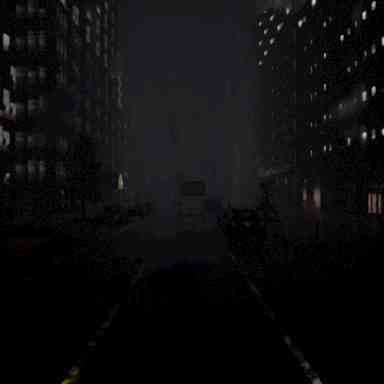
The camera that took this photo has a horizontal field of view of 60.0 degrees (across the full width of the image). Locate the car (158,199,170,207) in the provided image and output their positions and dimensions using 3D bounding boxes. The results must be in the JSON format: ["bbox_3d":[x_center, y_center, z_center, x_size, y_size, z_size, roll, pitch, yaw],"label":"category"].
[{"bbox_3d":[-5.740,2.242,68.969,2.008,1.369,4.403,-1,-1,0],"label":"car"}]

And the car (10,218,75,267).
[{"bbox_3d":[-5.705,1.647,11.966,1.752,1.417,4.829,-1,-1,0],"label":"car"}]

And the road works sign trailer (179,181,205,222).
[{"bbox_3d":[0.001,0.765,29.939,2.380,3.560,2.880,0,-1,0],"label":"road works sign trailer"}]

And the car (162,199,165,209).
[{"bbox_3d":[-5.730,2.071,51.919,2.008,1.369,4.403,-1,-1,0],"label":"car"}]

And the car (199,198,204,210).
[{"bbox_3d":[2.649,1.836,51.926,2.192,1.841,5.009,-1,-1,0],"label":"car"}]

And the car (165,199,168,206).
[{"bbox_3d":[-5.733,2.159,57.602,1.802,1.307,4.206,-1,-1,0],"label":"car"}]

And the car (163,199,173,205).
[{"bbox_3d":[-5.747,2.355,80.335,2.008,1.369,4.403,-1,-1,0],"label":"car"}]

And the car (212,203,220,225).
[{"bbox_3d":[2.668,1.763,23.677,1.752,1.417,4.829,-1,-1,0],"label":"car"}]

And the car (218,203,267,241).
[{"bbox_3d":[2.671,1.620,17.825,1.967,1.590,4.097,-1,-1,0],"label":"car"}]

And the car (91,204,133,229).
[{"bbox_3d":[-5.713,1.677,23.503,1.967,1.590,4.097,-1,-1,0],"label":"car"}]

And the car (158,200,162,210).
[{"bbox_3d":[-5.726,2.009,46.235,1.887,1.381,4.507,-1,-1,0],"label":"car"}]

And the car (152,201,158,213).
[{"bbox_3d":[-5.722,1.973,40.552,1.947,1.339,4.313,-1,-1,0],"label":"car"}]

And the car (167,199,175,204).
[{"bbox_3d":[-5.754,2.499,91.702,1.802,1.307,4.206,-1,-1,0],"label":"car"}]

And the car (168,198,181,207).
[{"bbox_3d":[-3.056,2.153,65.309,2.128,1.511,4.902,0,-1,0],"label":"car"}]

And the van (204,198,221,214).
[{"bbox_3d":[2.656,1.748,40.559,1.690,1.788,3.998,-1,-1,0],"label":"van"}]

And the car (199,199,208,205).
[{"bbox_3d":[2.634,2.355,80.340,2.008,1.369,4.403,-1,-1,0],"label":"car"}]

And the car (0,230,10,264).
[{"bbox_3d":[-5.703,1.506,6.453,1.967,1.590,4.097,-1,-1,0],"label":"car"}]

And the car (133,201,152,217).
[{"bbox_3d":[-5.719,1.901,34.869,2.008,1.369,4.403,-1,-1,0],"label":"car"}]

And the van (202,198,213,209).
[{"bbox_3d":[2.646,1.918,57.609,1.690,1.788,3.998,-1,-1,0],"label":"van"}]
